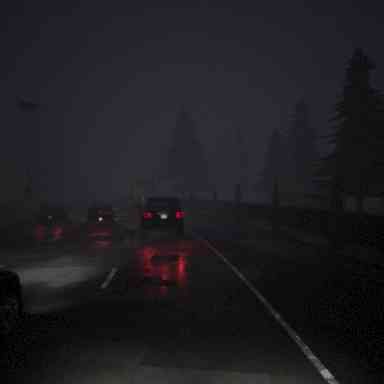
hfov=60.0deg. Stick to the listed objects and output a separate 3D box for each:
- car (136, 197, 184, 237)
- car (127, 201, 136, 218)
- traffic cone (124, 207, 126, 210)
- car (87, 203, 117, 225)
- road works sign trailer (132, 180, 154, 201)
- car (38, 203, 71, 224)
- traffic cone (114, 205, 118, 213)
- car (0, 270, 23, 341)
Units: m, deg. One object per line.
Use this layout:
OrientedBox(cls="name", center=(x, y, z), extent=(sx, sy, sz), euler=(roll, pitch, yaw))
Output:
OrientedBox(cls="car", center=(-1.804, 1.267, 18.500), extent=(2.150, 2.045, 5.566), euler=(0, 0, -10))
OrientedBox(cls="car", center=(-5.057, 1.584, 31.871), extent=(1.882, 1.535, 5.008), euler=(0, -2, -18))
OrientedBox(cls="traffic cone", center=(-8.962, 2.075, 44.468), extent=(0.340, 0.580, 0.340), euler=(0, 0, -20))
OrientedBox(cls="car", center=(-6.690, 1.576, 24.606), extent=(1.837, 1.490, 4.892), euler=(0, 0, -14))
OrientedBox(cls="road works sign trailer", center=(-5.193, 0.550, 35.740), extent=(2.380, 3.560, 2.880), euler=(0, 0, 9))
OrientedBox(cls="car", center=(-10.590, 1.576, 25.755), extent=(2.128, 1.511, 4.902), euler=(0, 0, -14))
OrientedBox(cls="traffic cone", center=(-8.775, 2.061, 38.147), extent=(0.340, 0.580, 0.340), euler=(0, 0, -20))
OrientedBox(cls="car", center=(-3.659, 1.510, 3.612), extent=(2.128, 1.511, 4.902), euler=(0, 0, -2))
